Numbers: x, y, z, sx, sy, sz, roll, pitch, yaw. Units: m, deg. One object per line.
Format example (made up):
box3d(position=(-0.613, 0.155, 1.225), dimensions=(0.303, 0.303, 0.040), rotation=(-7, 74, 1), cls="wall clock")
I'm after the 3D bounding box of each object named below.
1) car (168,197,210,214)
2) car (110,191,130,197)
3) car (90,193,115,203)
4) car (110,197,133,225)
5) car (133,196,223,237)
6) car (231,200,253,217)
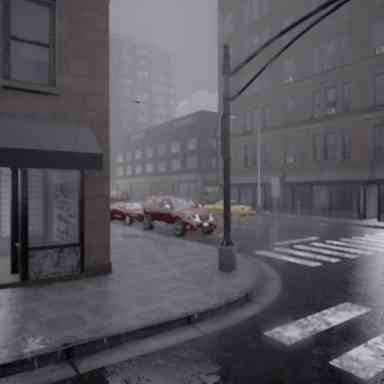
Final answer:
box3d(position=(-0.364, 1.208, 31.200), dimensions=(1.802, 1.307, 4.206), rotation=(1, 0, -36), cls="car")
box3d(position=(-10.009, 0.720, 44.517), dimensions=(2.192, 1.841, 5.009), rotation=(1, 0, -36), cls="car")
box3d(position=(-13.229, 0.886, 48.958), dimensions=(2.008, 1.369, 4.403), rotation=(1, 0, -36), cls="car")
box3d(position=(-4.055, 1.290, 21.767), dimensions=(1.887, 1.381, 4.507), rotation=(1, 0, -36), cls="car")
box3d(position=(-0.835, 1.140, 17.327), dimensions=(2.192, 1.841, 5.009), rotation=(1, 0, -36), cls="car")
box3d(position=(2.753, 1.227, 26.899), dimensions=(1.752, 1.417, 4.829), rotation=(1, 0, -36), cls="car")
